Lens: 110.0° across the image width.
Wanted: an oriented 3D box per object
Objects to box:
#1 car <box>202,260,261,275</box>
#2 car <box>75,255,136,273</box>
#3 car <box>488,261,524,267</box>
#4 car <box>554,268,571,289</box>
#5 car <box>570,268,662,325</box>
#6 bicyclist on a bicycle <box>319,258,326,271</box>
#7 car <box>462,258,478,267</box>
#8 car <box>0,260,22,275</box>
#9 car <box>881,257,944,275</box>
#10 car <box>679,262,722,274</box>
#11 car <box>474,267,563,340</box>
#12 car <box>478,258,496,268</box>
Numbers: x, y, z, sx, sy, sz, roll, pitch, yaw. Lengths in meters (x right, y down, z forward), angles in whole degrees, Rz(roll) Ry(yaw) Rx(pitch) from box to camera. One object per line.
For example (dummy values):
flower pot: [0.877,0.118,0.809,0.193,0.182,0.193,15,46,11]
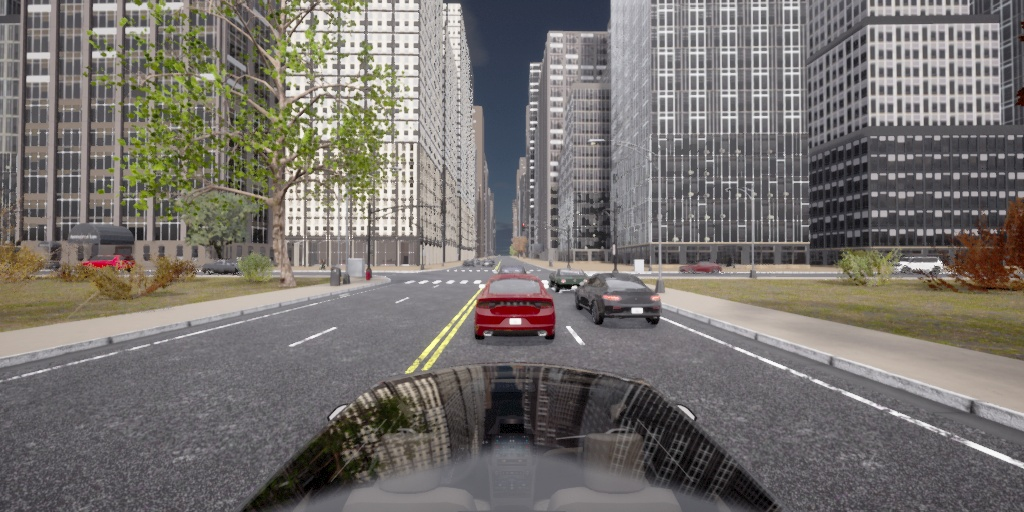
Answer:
car: [-26.442,1.134,33.951,4.902,1.511,2.128,0,-1,1]
car: [-46.461,0.932,41.077,5.566,2.045,2.150,0,-1,2]
car: [0.006,1.242,19.536,2.128,1.511,4.902,0,0,0]
car: [3.250,1.351,20.914,1.895,1.301,4.718,0,0,0]
car: [3.294,1.277,11.756,1.812,1.442,4.674,0,0,0]
bicyclist on a bicycle: [-25.404,1.147,48.039,0.582,1.620,1.656,0,-1,1]
car: [-7.536,1.287,62.270,1.994,1.385,4.181,0,0,-1]
car: [-50.940,1.209,34.614,4.718,1.301,1.895,0,-1,2]
car: [46.459,1.098,41.661,5.566,2.045,2.150,0,-1,2]
car: [22.184,1.375,42.235,4.674,1.442,1.812,0,-1,1]
car: [0.058,1.229,10.032,1.882,1.535,5.008,0,0,0]
car: [-4.291,1.216,62.521,2.128,1.511,4.902,0,0,-1]
